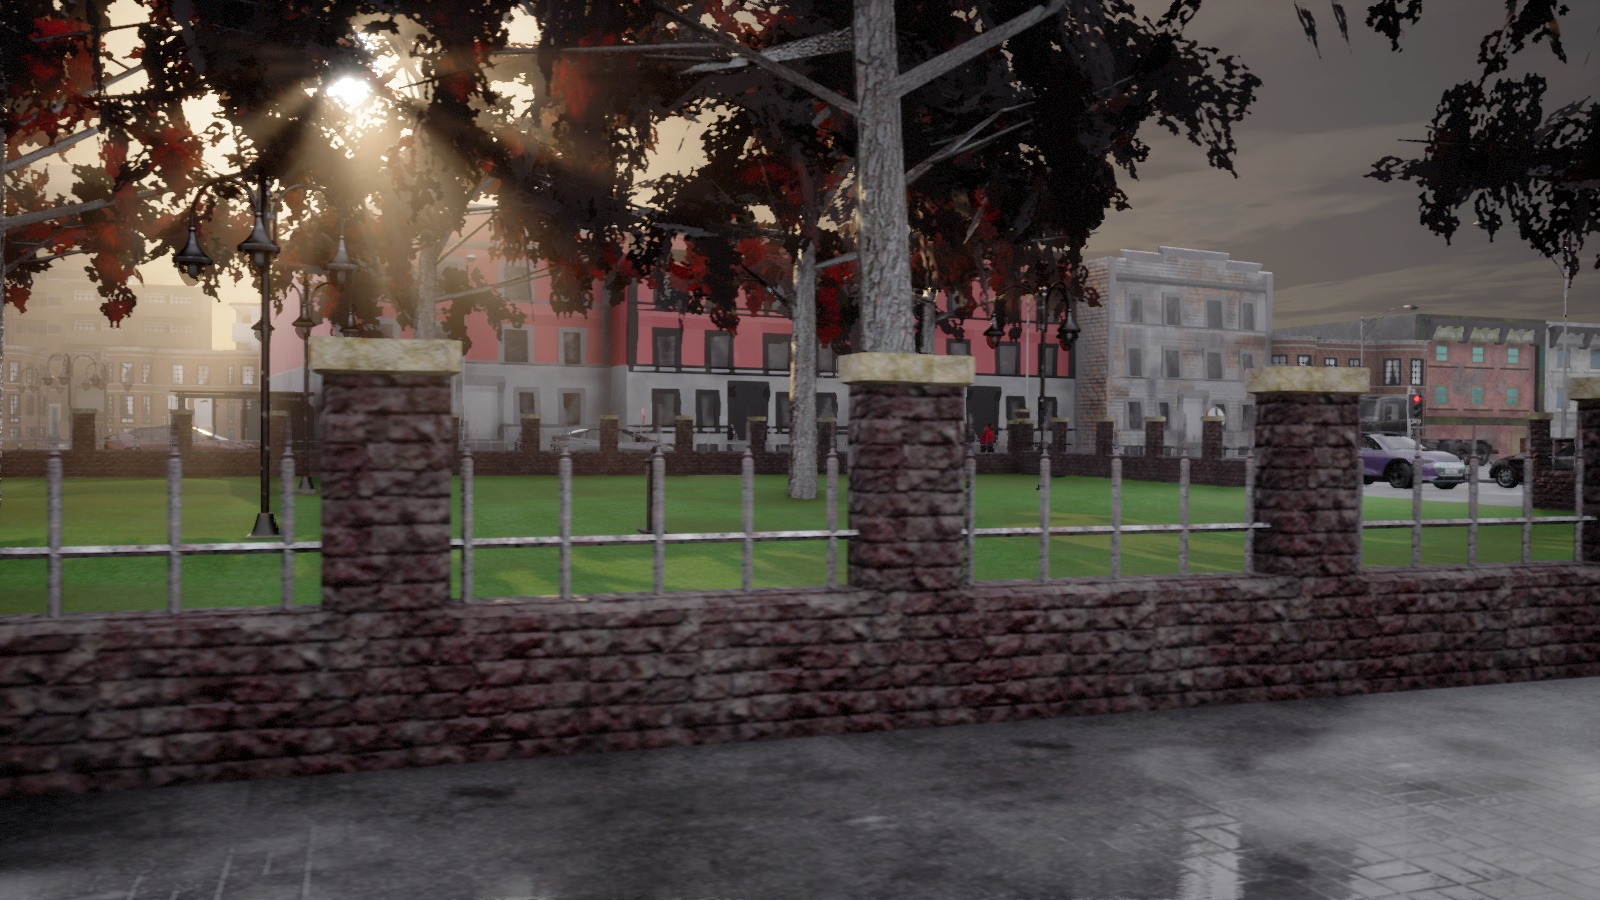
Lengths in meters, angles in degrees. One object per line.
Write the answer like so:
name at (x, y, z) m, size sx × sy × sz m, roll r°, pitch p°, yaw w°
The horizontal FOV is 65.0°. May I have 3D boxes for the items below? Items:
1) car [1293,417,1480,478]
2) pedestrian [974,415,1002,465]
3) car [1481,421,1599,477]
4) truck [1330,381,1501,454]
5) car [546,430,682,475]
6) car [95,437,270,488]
car at (16.898, -0.102, 36.495) m, size 2.033 × 1.649 × 4.856 m, roll -1°, pitch 1°, yaw -21°
pedestrian at (7.027, -0.373, 46.898) m, size 0.899 × 1.844 × 0.634 m, roll 0°, pitch 1°, yaw 19°
car at (21.631, -0.058, 35.346) m, size 1.816 × 1.474 × 4.193 m, roll -1°, pitch 1°, yaw -19°
truck at (30.497, -1.617, 62.233) m, size 7.936 × 3.462 × 2.891 m, roll -1°, pitch 1°, yaw -19°
car at (-6.698, 0.068, 45.084) m, size 4.514 × 1.525 × 2.007 m, roll -1°, pitch 1°, yaw -19°
car at (-19.799, 0.363, 40.514) m, size 4.792 × 1.488 × 2.163 m, roll -1°, pitch 1°, yaw -19°
